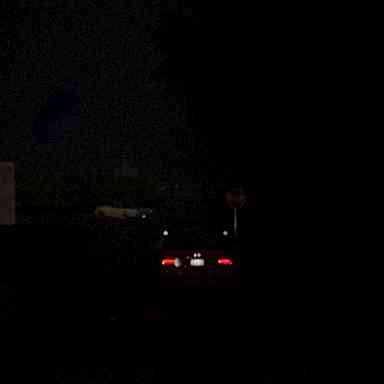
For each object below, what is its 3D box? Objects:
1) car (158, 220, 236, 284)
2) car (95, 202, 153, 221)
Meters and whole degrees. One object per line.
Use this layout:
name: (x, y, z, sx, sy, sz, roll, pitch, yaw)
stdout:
car: (0.108, 1.525, 9.547, 2.033, 1.411, 5.357, 0, 0, 0)
car: (-5.297, 1.433, 25.489, 4.718, 1.301, 1.895, 2, 2, 37)
